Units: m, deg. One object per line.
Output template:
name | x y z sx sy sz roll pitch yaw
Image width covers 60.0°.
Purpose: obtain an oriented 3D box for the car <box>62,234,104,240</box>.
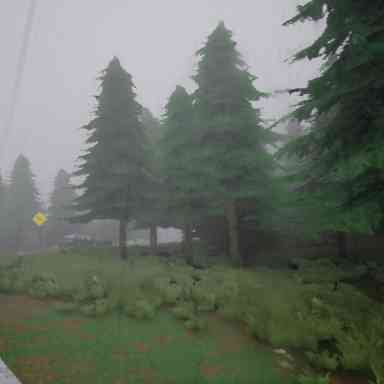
car | -10.745 4.808 31.811 1.837 1.490 4.892 -5 -9 14
